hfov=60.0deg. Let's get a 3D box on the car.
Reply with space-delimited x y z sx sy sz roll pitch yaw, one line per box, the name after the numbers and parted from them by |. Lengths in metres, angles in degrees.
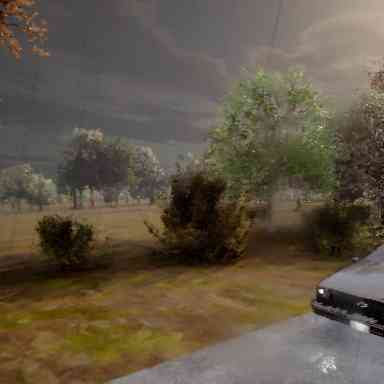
4.587 1.556 6.348 5.357 1.411 2.033 0 0 -36 | car
